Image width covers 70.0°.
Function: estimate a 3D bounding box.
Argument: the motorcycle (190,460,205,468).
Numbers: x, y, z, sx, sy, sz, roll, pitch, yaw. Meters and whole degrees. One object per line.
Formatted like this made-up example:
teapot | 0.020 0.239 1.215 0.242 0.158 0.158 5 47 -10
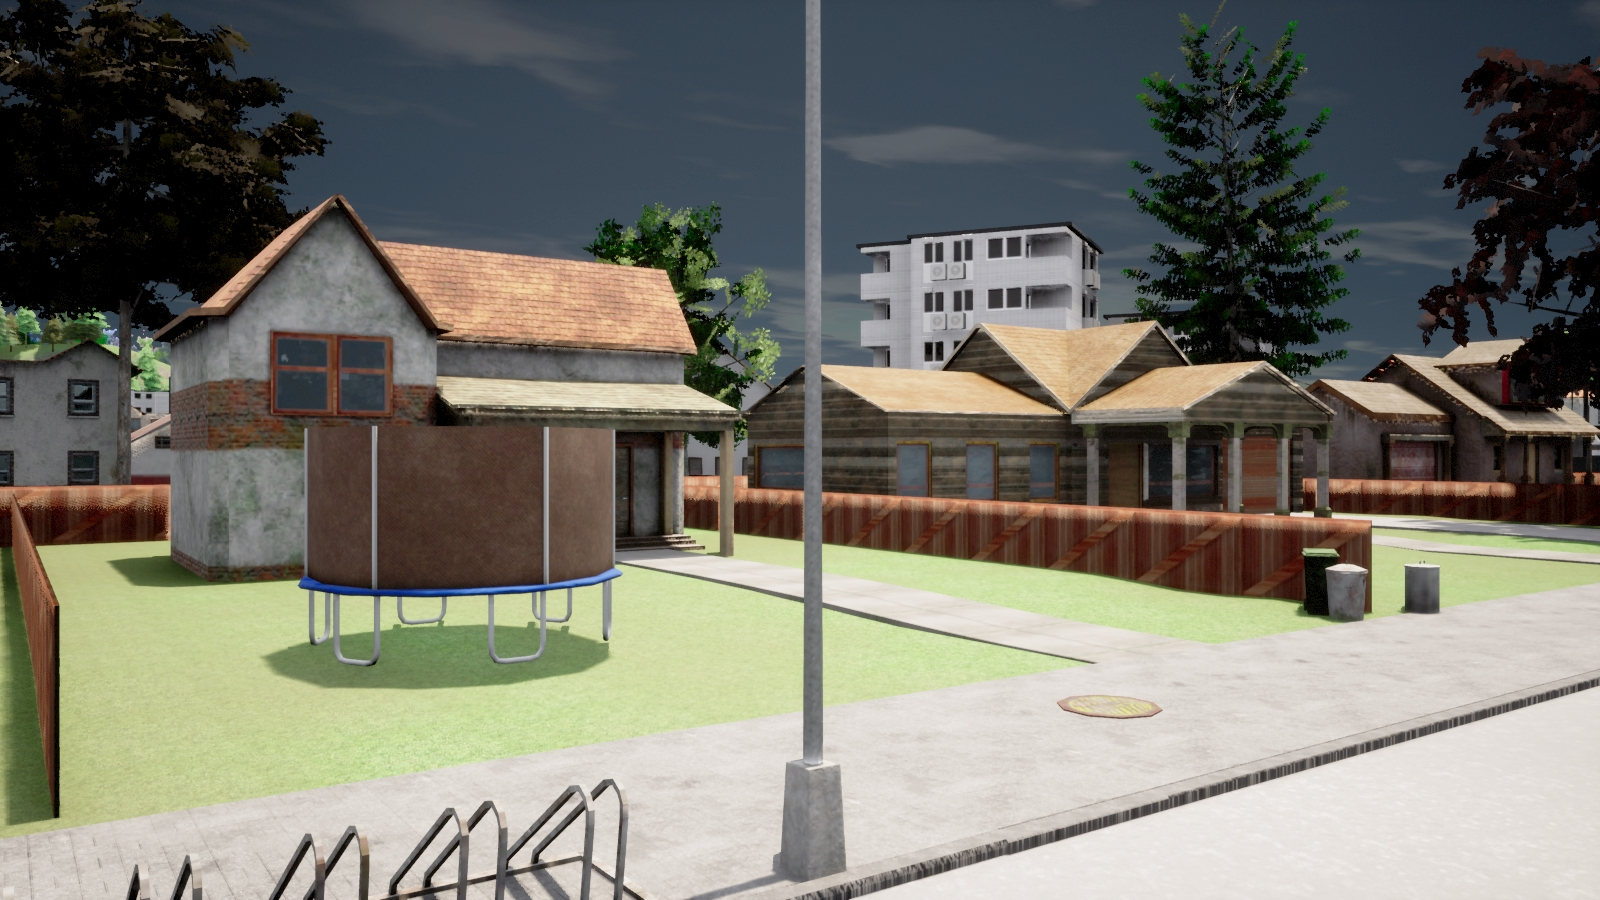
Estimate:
motorcycle | -95.734 2.186 181.523 2.033 1.199 0.803 0 0 -35
